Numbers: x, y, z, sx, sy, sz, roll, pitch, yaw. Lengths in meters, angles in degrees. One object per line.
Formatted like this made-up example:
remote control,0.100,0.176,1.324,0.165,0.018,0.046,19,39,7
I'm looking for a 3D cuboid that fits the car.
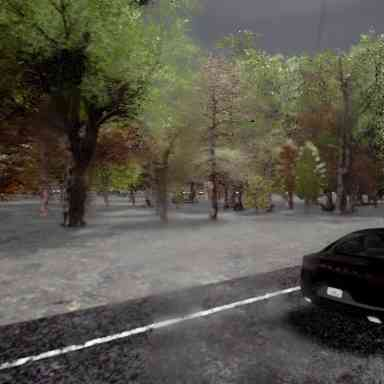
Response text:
car,4.330,1.478,6.839,5.008,1.535,1.882,0,0,-35
